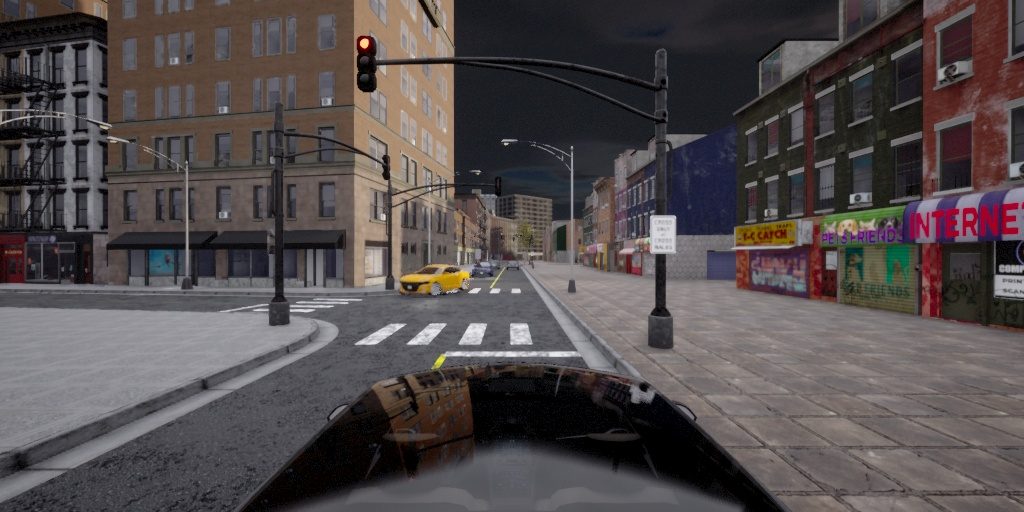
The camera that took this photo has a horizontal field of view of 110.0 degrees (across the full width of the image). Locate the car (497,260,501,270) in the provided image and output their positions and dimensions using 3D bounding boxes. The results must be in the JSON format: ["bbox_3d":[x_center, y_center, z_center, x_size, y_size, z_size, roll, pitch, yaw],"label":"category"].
[{"bbox_3d":[-2.721,1.253,52.444,2.128,1.511,4.902,0,0,0],"label":"car"}]

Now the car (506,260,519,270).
[{"bbox_3d":[0.111,1.310,52.760,2.033,1.411,5.357,0,0,0],"label":"car"}]

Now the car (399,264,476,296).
[{"bbox_3d":[-4.059,1.231,19.587,1.882,1.535,5.008,1,0,20],"label":"car"}]

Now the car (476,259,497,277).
[{"bbox_3d":[-2.779,1.281,35.134,1.812,1.442,4.674,0,0,0],"label":"car"}]
